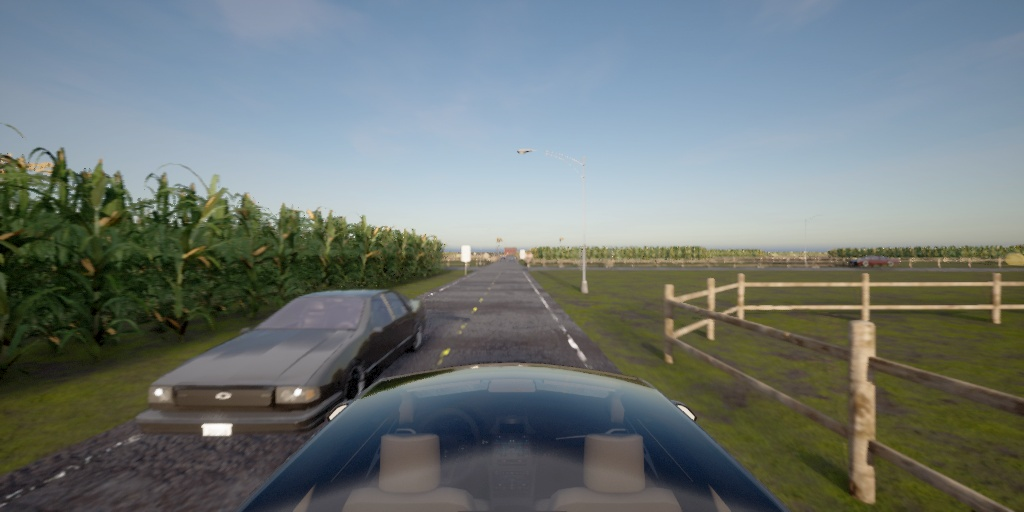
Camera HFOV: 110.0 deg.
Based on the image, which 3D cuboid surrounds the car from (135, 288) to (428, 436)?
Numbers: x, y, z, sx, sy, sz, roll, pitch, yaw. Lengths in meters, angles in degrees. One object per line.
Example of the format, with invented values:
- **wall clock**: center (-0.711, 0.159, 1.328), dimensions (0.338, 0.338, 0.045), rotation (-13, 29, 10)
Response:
- **car**: center (-2.850, 1.290, 6.127), dimensions (2.033, 1.411, 5.357), rotation (0, 0, 0)
